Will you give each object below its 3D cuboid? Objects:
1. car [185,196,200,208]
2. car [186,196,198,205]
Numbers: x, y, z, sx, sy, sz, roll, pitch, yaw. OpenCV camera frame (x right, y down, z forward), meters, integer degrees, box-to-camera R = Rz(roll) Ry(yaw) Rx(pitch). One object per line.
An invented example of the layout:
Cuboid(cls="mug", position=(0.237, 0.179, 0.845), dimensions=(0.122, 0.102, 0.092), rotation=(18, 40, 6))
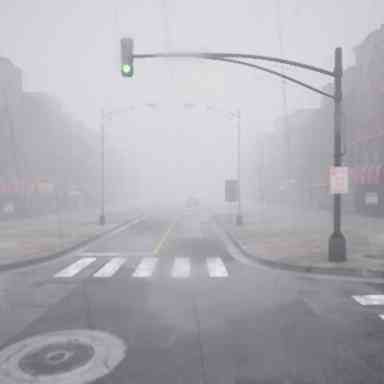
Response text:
Cuboid(cls="car", position=(0.040, 1.419, 47.693), dimensions=(1.837, 1.490, 4.892), rotation=(0, 0, 0))
Cuboid(cls="car", position=(0.049, 1.422, 58.115), dimensions=(2.033, 1.411, 5.357), rotation=(0, 0, 0))
